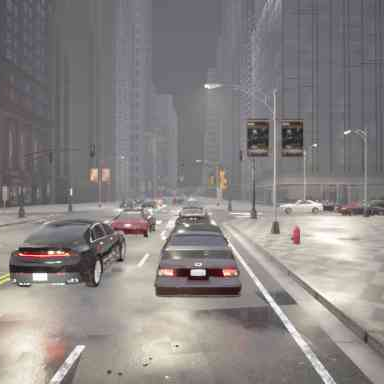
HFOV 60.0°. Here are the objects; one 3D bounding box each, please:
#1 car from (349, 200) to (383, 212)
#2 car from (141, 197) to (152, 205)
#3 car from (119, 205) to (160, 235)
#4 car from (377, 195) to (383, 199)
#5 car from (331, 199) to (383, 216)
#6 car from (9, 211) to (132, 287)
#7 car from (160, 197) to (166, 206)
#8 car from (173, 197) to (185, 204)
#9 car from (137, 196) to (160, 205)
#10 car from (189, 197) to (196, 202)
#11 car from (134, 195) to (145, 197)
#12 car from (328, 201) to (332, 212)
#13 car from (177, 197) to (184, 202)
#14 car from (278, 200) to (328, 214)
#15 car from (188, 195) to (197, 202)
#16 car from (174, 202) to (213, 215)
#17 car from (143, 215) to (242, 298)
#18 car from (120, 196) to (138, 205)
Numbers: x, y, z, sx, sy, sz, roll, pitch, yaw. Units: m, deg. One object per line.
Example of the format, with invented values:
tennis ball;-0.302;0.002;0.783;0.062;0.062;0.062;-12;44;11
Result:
car;20.881;1.644;38.769;4.313;1.339;1.947;0;0;-1
car;-9.647;1.907;71.060;1.812;1.442;4.674;0;0;0
car;-3.124;1.602;18.207;1.994;1.385;4.181;0;0;0
car;21.522;1.265;36.030;5.566;2.045;2.150;0;-1;-1
car;15.359;1.577;30.166;4.206;1.307;1.802;0;0;-1
car;-3.137;1.516;9.307;1.837;1.490;4.892;0;0;0
car;-6.483;1.649;60.085;2.097;1.767;4.553;0;0;0
car;-3.095;1.872;72.454;1.882;1.535;5.008;0;0;0
car;-6.521;1.779;50.803;2.033;1.411;5.357;0;0;0
car;0.132;2.029;91.171;1.882;1.535;5.008;0;0;0
car;-9.730;1.523;60.714;2.150;2.045;5.566;0;0;0
car;15.241;1.663;38.690;4.313;1.339;1.947;0;0;-1
car;-3.118;2.105;91.293;1.994;1.385;4.181;0;0;0
car;11.687;1.602;35.882;4.674;1.442;1.812;0;-1;-1
car;0.117;1.687;80.594;2.150;2.045;5.566;0;0;0
car;0.073;1.544;18.457;1.837;1.490;4.892;0;0;1
car;0.119;1.557;8.718;2.033;1.411;5.357;0;0;0
car;-9.802;1.735;50.694;1.837;1.490;4.892;0;0;-2
